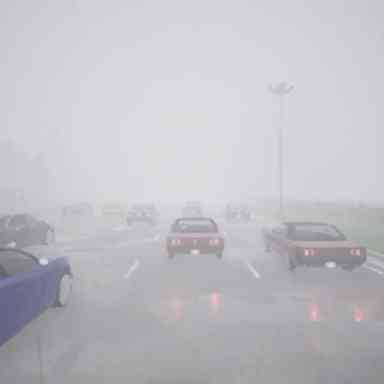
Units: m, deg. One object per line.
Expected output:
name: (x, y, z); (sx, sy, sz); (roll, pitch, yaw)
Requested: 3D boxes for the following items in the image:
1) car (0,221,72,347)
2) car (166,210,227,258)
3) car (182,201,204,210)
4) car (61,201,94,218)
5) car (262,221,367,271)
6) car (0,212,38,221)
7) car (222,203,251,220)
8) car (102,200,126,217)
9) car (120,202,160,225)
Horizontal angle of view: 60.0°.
car: (-3.397, 1.476, 4.872); (1.882, 1.535, 5.008); (0, 0, 0)
car: (0.102, 1.597, 12.673); (1.895, 1.301, 4.718); (0, 0, 0)
car: (0.091, 1.516, 30.307); (1.812, 1.442, 4.674); (0, 0, 0)
car: (-10.409, 1.516, 30.306); (1.812, 1.442, 4.674); (0, 0, 0)
car: (3.603, 1.597, 10.841); (1.895, 1.301, 4.718); (0, 0, 0)
car: (-6.898, 1.501, 12.477); (1.837, 1.490, 4.892); (0, 0, 0)
car: (3.603, 1.592, 27.753); (1.895, 1.301, 4.718); (0, 0, 0)
car: (-6.897, 1.467, 30.784); (1.882, 1.535, 5.008); (0, 0, 0)
car: (-3.398, 1.540, 23.712); (2.033, 1.411, 5.357); (0, 0, 0)
